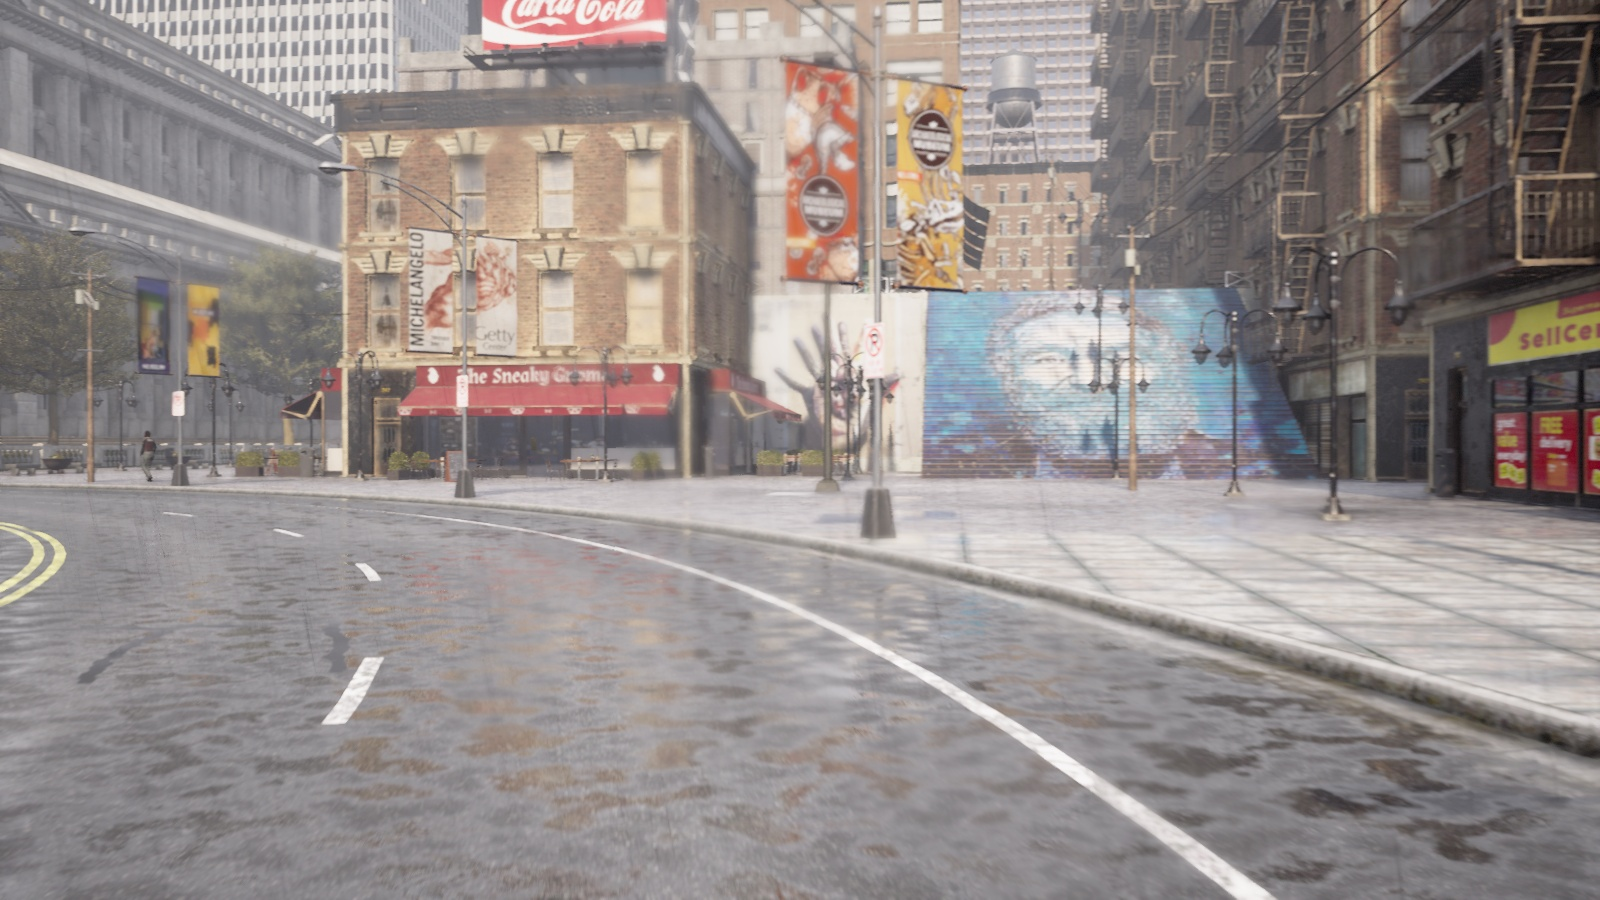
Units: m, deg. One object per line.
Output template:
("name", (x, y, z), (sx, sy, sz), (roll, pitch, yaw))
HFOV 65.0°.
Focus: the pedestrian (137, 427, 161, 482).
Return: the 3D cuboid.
("pedestrian", (-22.927, 0.159, 44.242), (0.666, 1.930, 0.402), (0, 0, 24))
